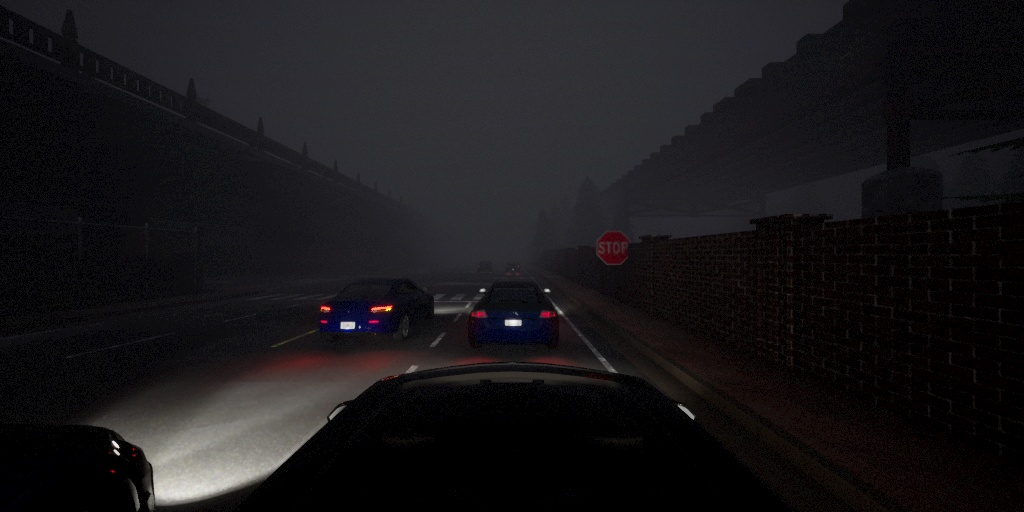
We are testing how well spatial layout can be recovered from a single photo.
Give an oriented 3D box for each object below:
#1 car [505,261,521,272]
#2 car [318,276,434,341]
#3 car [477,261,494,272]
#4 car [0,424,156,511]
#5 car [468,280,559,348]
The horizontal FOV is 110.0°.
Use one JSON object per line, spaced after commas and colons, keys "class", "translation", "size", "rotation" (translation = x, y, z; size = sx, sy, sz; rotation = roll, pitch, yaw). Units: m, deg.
{"class": "car", "translation": [0.099, 1.351, 46.036], "size": [1.895, 1.301, 4.718], "rotation": [0, 0, -1]}
{"class": "car", "translation": [-3.412, 1.276, 9.740], "size": [1.812, 1.442, 4.674], "rotation": [0, 0, 0]}
{"class": "car", "translation": [-3.395, 1.297, 45.873], "size": [2.033, 1.411, 5.357], "rotation": [0, 0, -1]}
{"class": "car", "translation": [-3.398, 1.314, 0.644], "size": [1.994, 1.385, 4.181], "rotation": [0, 0, 0]}
{"class": "car", "translation": [0.069, 1.314, 9.218], "size": [1.994, 1.385, 4.181], "rotation": [0, 0, 1]}
